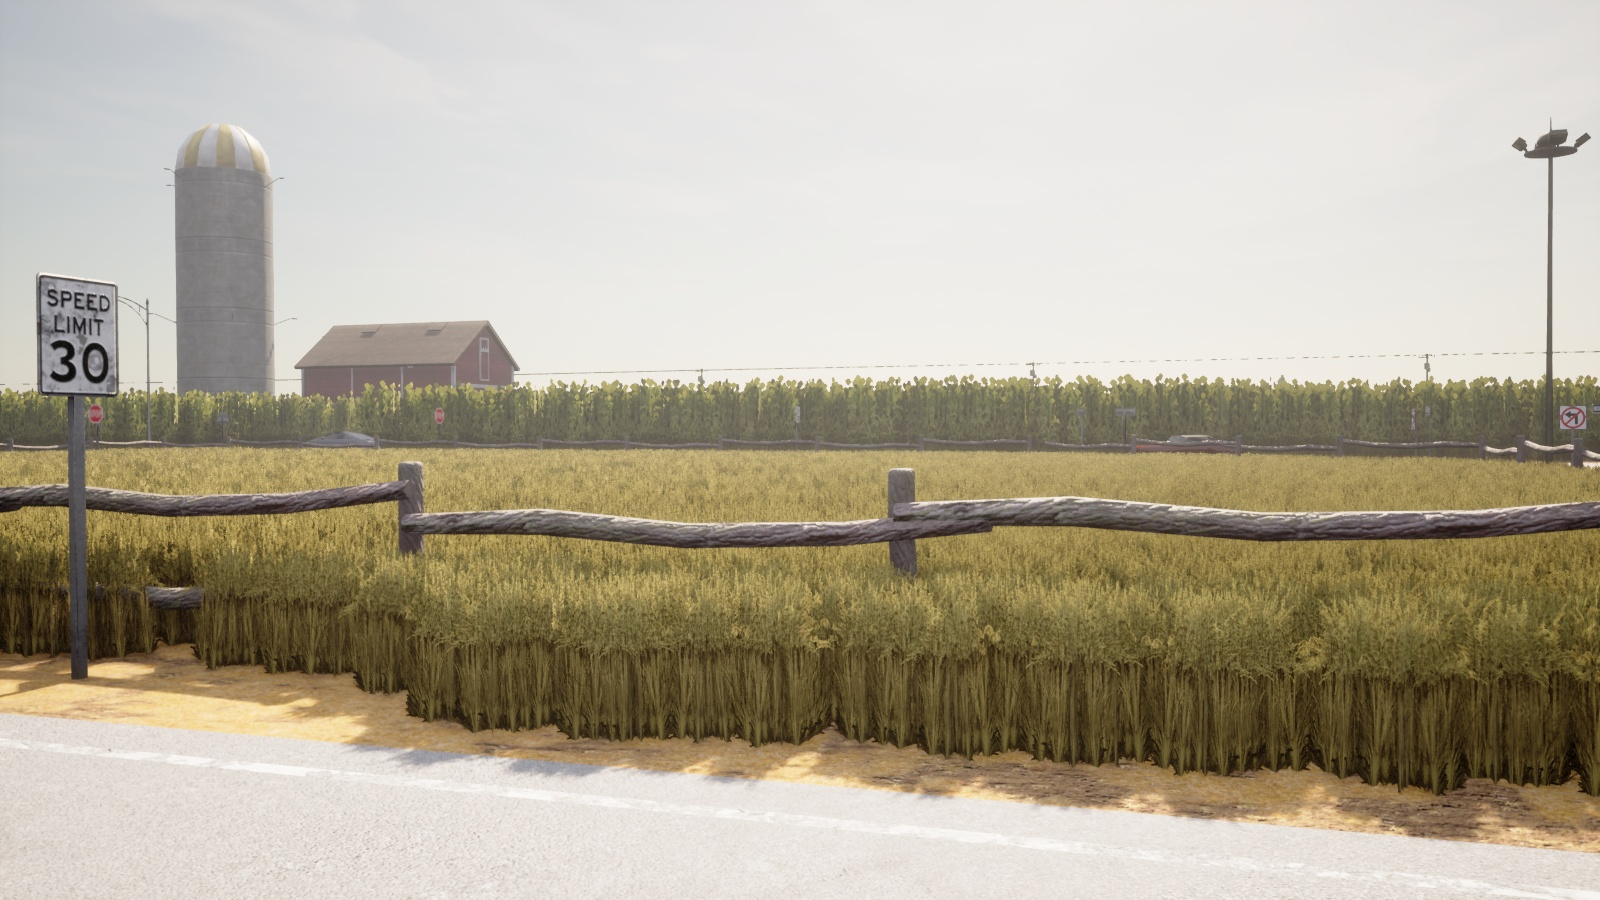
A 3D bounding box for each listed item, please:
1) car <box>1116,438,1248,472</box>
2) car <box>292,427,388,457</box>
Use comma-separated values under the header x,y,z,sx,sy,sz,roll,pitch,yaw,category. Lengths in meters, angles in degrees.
x,y,z,sx,sy,sz,roll,pitch,yaw,category
15.315,0.177,50.458,4.718,1.301,1.895,0,1,-11,car
-22.886,-0.408,62.524,4.181,1.385,1.994,1,1,18,car
